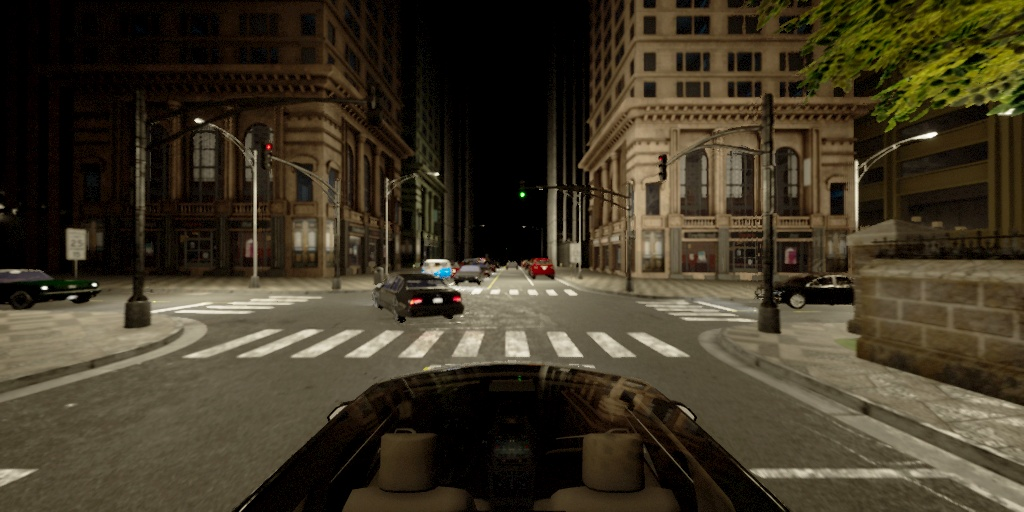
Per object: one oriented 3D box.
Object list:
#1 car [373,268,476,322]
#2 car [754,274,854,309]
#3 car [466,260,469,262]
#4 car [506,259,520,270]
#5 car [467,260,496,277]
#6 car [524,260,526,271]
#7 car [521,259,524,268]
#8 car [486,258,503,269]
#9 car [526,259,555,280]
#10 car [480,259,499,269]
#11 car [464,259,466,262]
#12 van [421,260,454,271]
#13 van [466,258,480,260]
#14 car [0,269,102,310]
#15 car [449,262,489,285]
[{"bbox_3d":[-3.417,1.305,12.385,2.033,1.411,5.357,1,0,-31],"label":"car"},{"bbox_3d":[13.639,1.556,16.149,4.892,1.490,1.837,1,0,0],"label":"car"},{"bbox_3d":[-5.755,1.425,38.405,1.888,1.381,4.507,0,0,0],"label":"car"},{"bbox_3d":[0.012,1.490,58.129,1.812,1.442,4.674,0,0,0],"label":"car"},{"bbox_3d":[-3.087,1.422,37.171,2.033,1.411,5.357,0,0,0],"label":"car"},{"bbox_3d":[2.770,1.194,38.412,2.192,1.841,5.009,0,0,0],"label":"car"},{"bbox_3d":[2.774,1.500,54.734,2.007,1.370,4.403,0,0,0],"label":"car"},{"bbox_3d":[-3.000,1.486,61.357,1.837,1.490,4.892,0,-1,0],"label":"car"},{"bbox_3d":[2.769,1.172,32.971,2.192,1.841,5.009,0,0,0],"label":"car"},{"bbox_3d":[-3.064,1.444,47.447,1.812,1.442,4.674,0,0,0],"label":"car"},{"bbox_3d":[-5.756,1.297,32.964,1.967,1.591,4.097,0,0,0],"label":"car"},{"bbox_3d":[-5.757,1.177,27.524,1.690,1.789,3.998,0,0,0],"label":"van"},{"bbox_3d":[-5.753,1.267,49.288,1.690,1.789,3.998,0,0,0],"label":"van"},{"bbox_3d":[-17.858,1.131,12.786,4.718,1.301,1.895,1,0,0],"label":"car"},{"bbox_3d":[-3.095,1.382,27.023,2.033,1.411,5.357,0,0,0],"label":"car"}]
